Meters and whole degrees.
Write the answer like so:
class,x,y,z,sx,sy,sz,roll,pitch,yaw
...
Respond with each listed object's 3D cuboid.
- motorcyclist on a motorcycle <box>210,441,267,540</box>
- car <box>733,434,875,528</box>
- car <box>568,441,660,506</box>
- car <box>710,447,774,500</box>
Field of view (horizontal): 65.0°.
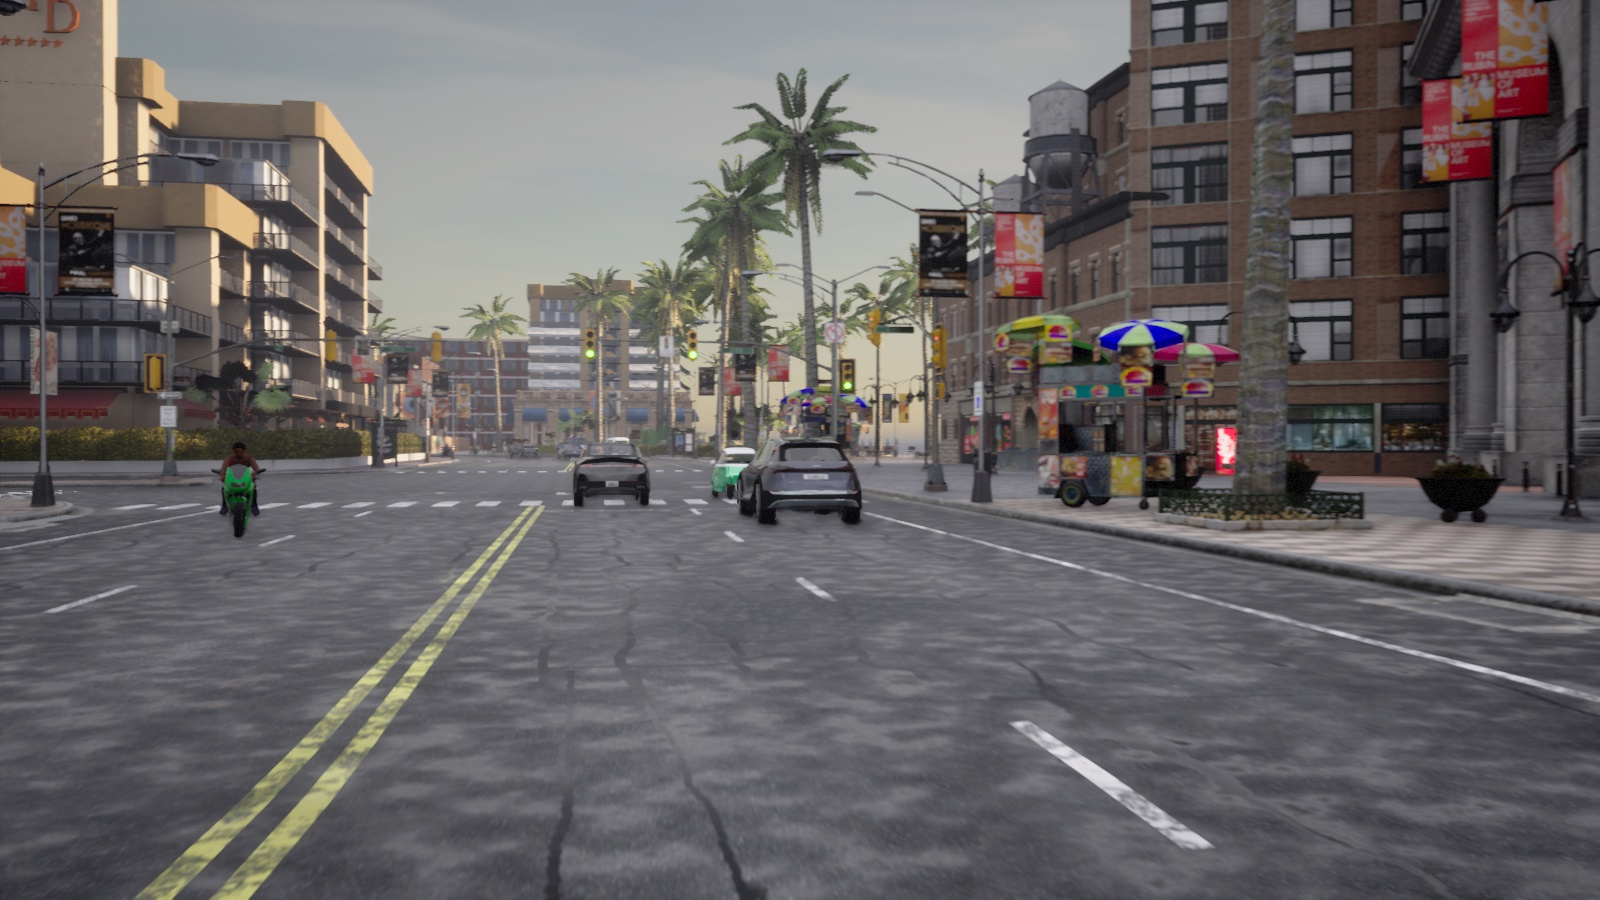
class,x,y,z,sx,sy,sz,roll,pitch,yaw
motorcyclist on a motorcycle,-9.086,0.615,20.375,0.797,1.523,2.044,0,0,-23
car,-0.054,0.536,24.821,2.033,1.649,4.856,0,0,-9
car,-4.762,0.524,31.852,2.128,1.511,4.902,0,0,-9
car,-1.604,0.609,34.217,1.481,1.376,2.207,0,1,-9
